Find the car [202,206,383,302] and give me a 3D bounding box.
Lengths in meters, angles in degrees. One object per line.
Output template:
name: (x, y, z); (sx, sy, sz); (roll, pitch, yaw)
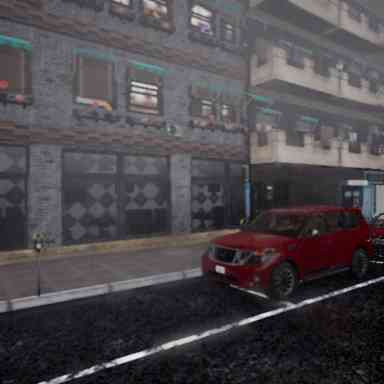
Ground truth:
car: (2.646, 1.308, 8.455); (5.009, 1.841, 2.192); (0, 0, -35)
